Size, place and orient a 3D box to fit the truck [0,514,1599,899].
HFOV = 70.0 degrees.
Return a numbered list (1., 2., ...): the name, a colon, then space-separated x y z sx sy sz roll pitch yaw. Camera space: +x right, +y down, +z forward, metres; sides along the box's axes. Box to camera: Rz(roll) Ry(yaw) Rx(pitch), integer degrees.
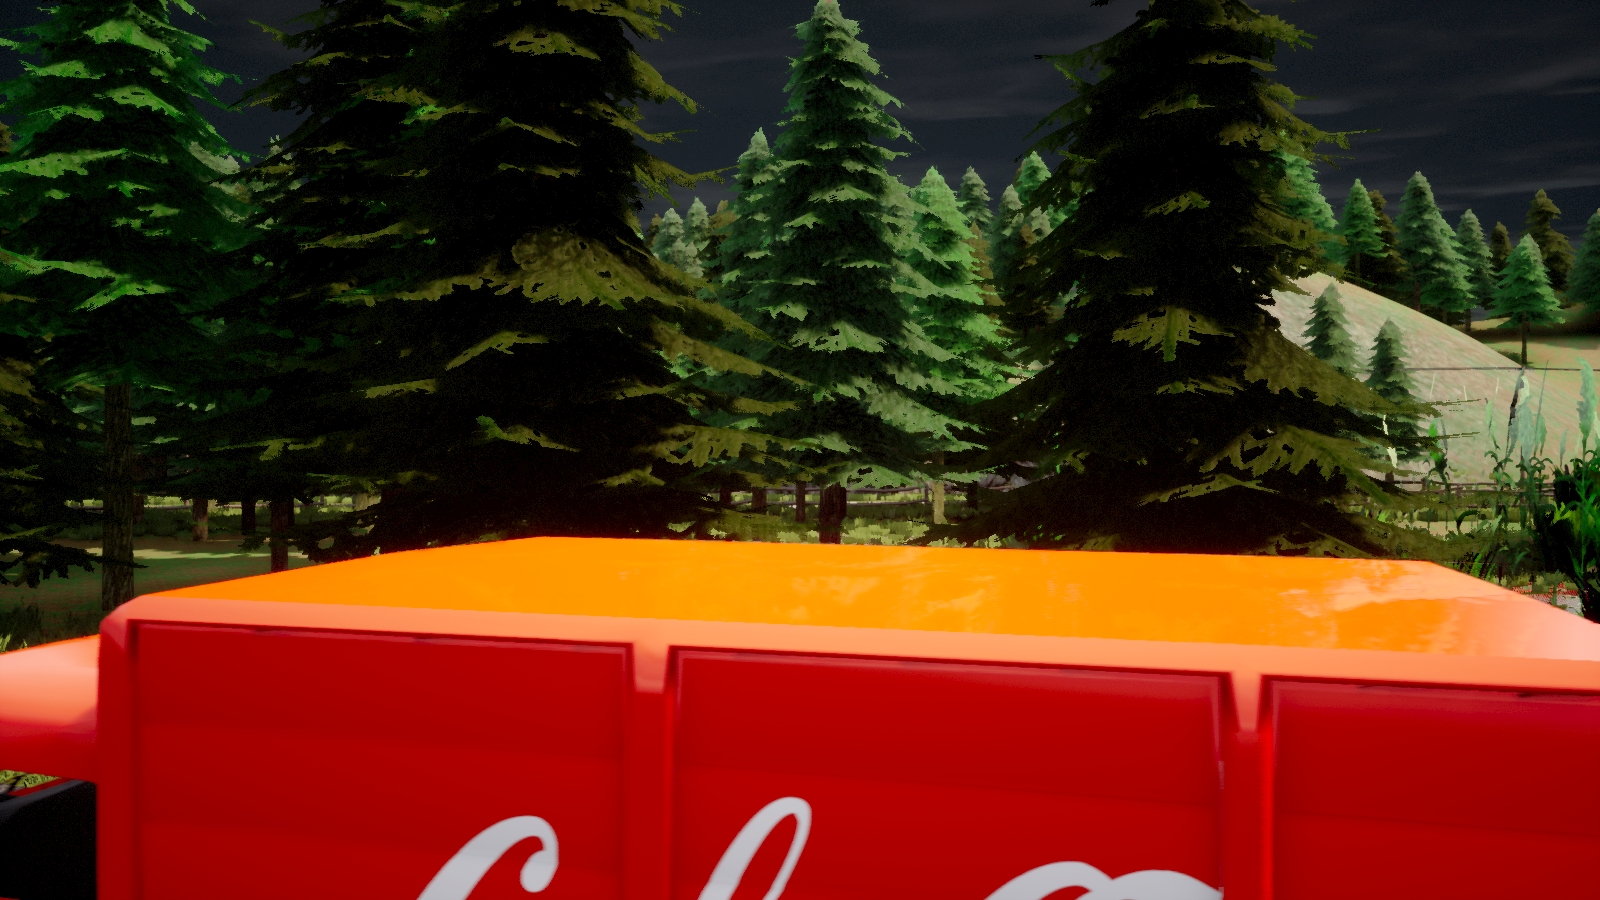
1. truck: -0.632 1.528 3.516 5.204 2.467 2.627 0 0 16
